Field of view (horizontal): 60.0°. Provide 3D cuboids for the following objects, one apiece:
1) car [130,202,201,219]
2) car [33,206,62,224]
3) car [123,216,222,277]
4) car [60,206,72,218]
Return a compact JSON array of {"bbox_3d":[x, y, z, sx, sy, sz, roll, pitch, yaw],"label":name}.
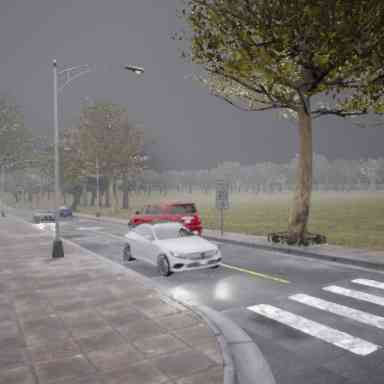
[{"bbox_3d":[-1.622,1.555,18.069,2.150,2.045,5.566,-1,-1,-32],"label":"car"},{"bbox_3d":[-14.872,2.411,33.672,1.994,1.385,4.181,-1,-1,-32],"label":"car"},{"bbox_3d":[-0.908,1.765,11.396,1.812,1.442,4.674,-1,-1,-32],"label":"car"},{"bbox_3d":[-16.291,2.460,41.432,1.882,1.535,5.008,-1,-1,-32],"label":"car"}]
